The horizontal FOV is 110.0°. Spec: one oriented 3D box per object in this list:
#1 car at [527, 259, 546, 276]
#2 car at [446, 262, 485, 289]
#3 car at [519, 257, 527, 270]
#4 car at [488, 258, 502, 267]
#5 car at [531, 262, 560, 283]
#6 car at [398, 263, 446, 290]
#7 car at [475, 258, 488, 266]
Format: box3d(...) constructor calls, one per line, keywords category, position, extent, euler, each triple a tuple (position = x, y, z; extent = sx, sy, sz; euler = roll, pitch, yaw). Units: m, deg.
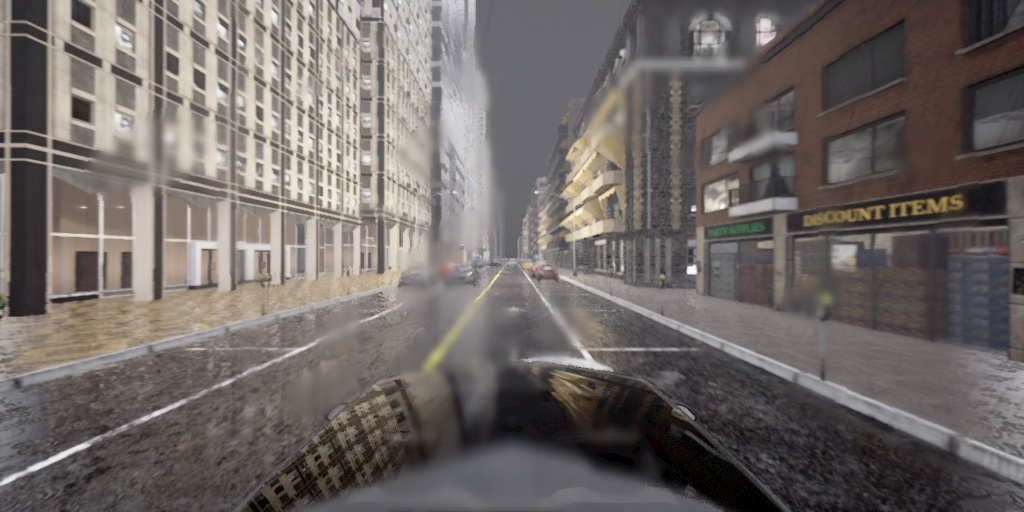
box3d(category="car", position=(2.701, 1.199, 33.501), extent=(1.967, 1.591, 4.097), euler=(0, 0, 0))
box3d(category="car", position=(-3.089, 1.319, 23.231), extent=(1.994, 1.385, 4.181), euler=(0, 0, 0))
box3d(category="car", position=(2.367, 1.227, 51.348), extent=(1.801, 1.575, 5.366), euler=(0, 0, 0))
box3d(category="car", position=(-2.997, 1.148, 65.267), extent=(2.097, 1.767, 4.553), euler=(0, 0, 0))
box3d(category="car", position=(2.700, 1.339, 27.852), extent=(1.802, 1.307, 4.207), euler=(0, 0, 0))
box3d(category="car", position=(-5.682, 1.305, 22.206), extent=(2.007, 1.370, 4.403), euler=(0, 0, 0))
box3d(category="car", position=(-5.670, 1.344, 61.746), extent=(1.948, 1.339, 4.313), euler=(0, 0, 0))
